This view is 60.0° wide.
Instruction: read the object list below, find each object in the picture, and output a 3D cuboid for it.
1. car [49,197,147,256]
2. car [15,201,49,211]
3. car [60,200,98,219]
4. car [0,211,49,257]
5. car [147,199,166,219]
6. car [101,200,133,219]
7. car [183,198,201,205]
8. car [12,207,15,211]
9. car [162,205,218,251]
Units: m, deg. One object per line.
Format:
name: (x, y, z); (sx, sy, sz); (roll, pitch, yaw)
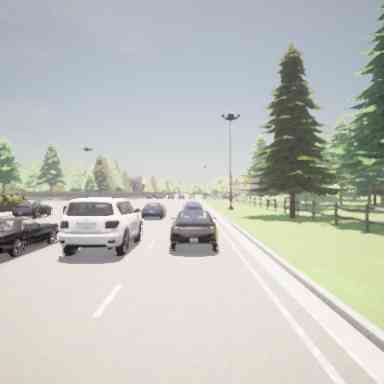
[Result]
car: (-3.417, 1.246, 13.446); (2.150, 2.045, 5.566); (0, 0, 0)
car: (-14.056, 1.548, 29.535); (2.128, 1.511, 4.902); (0, 0, -2)
car: (-10.412, 1.537, 31.127); (1.882, 1.535, 5.008); (0, 0, 0)
car: (-6.920, 1.626, 12.902); (1.895, 1.301, 4.718); (0, 0, 0)
car: (-3.414, 1.622, 30.115); (1.994, 1.385, 4.181); (0, 0, 0)
car: (-6.912, 1.537, 31.126); (1.882, 1.535, 5.008); (0, 0, 0)
car: (0.080, 1.584, 30.574); (1.812, 1.442, 4.674); (0, 0, 0)
car: (-10.420, 1.555, 15.334); (1.812, 1.442, 4.674); (0, 0, 0)
car: (0.084, 1.519, 14.347); (2.128, 1.511, 4.902); (0, 0, 0)
